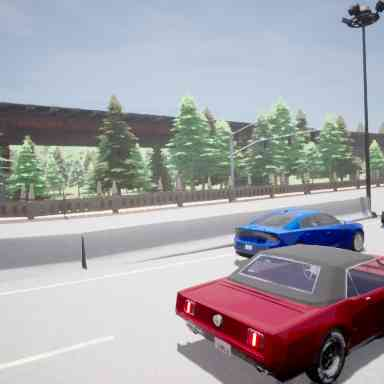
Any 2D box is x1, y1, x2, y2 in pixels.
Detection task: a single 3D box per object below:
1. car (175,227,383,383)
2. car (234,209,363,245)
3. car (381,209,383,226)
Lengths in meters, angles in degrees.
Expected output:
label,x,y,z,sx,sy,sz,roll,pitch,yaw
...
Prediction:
label,x,y,z,sx,sy,sz,roll,pitch,yaw
car,2.176,1.539,5.322,4.718,1.301,1.895,-2,1,-36
car,3.568,1.282,10.636,5.008,1.535,1.882,-3,2,-36
car,10.847,0.878,15.882,4.181,1.385,1.994,-4,2,-36
